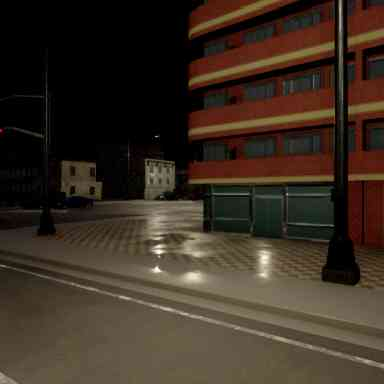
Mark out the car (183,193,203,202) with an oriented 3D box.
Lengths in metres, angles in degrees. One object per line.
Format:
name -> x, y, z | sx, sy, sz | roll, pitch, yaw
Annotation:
car -> 0.270, 0.882, 58.421 | 1.812, 1.442, 4.674 | 0, 1, 37

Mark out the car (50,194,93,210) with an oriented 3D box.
car -> -14.043, 1.252, 39.228 | 1.882, 1.535, 5.008 | 0, 1, 37

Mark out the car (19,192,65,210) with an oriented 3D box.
car -> -17.745, 1.020, 40.107 | 2.150, 2.045, 5.566 | 0, 1, 37

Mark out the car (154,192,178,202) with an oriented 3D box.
car -> -4.513, 0.765, 57.884 | 2.097, 1.767, 4.553 | 0, 1, 37
